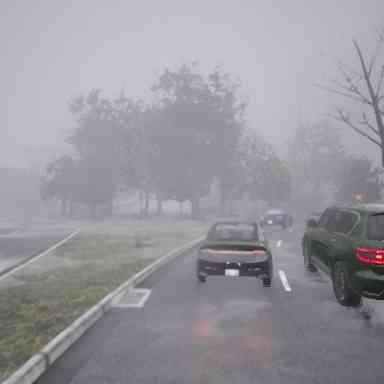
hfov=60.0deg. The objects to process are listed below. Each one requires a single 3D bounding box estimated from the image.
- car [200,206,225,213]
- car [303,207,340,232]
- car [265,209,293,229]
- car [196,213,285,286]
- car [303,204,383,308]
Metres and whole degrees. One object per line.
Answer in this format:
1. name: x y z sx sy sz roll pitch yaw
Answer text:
1. car: 3.953 3.422 64.861 5.008 1.535 1.882 -1 -2 18
2. car: 9.684 1.923 24.557 2.128 1.511 4.902 -1 -2 26
3. car: 6.501 1.990 25.442 1.812 1.442 4.674 -1 -2 26
4. car: 1.301 1.601 9.770 2.128 1.511 4.902 0 -1 10
5. car: 4.245 1.298 8.110 2.150 2.045 5.566 0 -1 8
